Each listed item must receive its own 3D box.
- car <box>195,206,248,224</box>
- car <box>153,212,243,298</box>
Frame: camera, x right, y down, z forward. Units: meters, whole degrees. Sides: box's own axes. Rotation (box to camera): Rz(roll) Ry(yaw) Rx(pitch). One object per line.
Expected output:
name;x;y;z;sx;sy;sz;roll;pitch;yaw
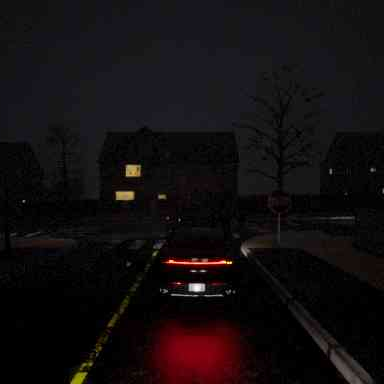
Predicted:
car;0.849;1.538;19.396;4.718;1.301;1.895;-1;1;-29
car;0.187;1.505;8.520;1.837;1.490;4.892;0;0;2
